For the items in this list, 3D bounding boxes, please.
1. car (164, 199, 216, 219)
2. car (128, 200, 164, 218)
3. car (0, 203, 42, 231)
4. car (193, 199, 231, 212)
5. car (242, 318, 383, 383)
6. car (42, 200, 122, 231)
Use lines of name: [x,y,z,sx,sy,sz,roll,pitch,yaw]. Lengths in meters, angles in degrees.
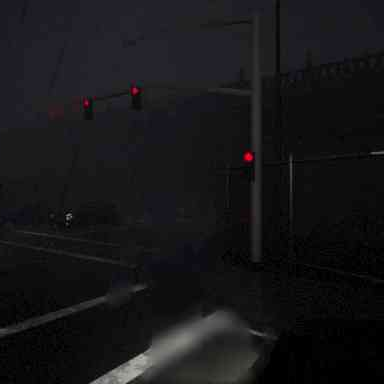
car: [-0.027,1.533,30.598,1.882,1.535,5.008,0,0,35]
car: [-3.851,1.533,31.263,1.882,1.535,5.008,0,0,35]
car: [-10.675,1.533,21.667,1.882,1.535,5.008,0,0,35]
car: [2.538,1.603,40.238,2.033,1.411,5.357,0,0,35]
car: [2.931,1.547,1.876,5.357,1.411,2.033,0,0,36]
car: [-6.671,1.407,21.150,2.097,1.767,4.553,0,0,34]
